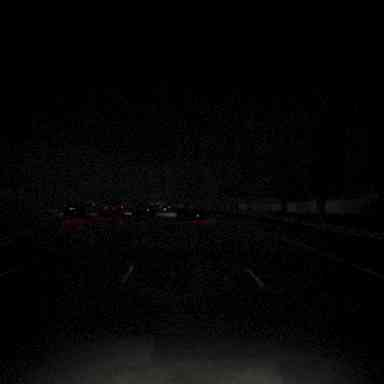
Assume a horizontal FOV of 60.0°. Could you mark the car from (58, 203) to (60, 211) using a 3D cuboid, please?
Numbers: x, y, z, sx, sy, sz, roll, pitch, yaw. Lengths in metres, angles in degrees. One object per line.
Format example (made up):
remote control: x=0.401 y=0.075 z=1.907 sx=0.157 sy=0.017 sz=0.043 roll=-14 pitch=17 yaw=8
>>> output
car: x=-16.029 y=1.803 z=42.969 sx=1.837 sy=1.490 sz=4.892 roll=0 pitch=0 yaw=-29

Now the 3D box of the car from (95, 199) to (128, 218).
car: x=-8.245 y=1.585 z=33.878 sx=2.097 sy=1.767 sz=4.553 roll=0 pitch=0 yaw=-22

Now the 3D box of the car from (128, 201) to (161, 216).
car: x=-5.163 y=1.809 z=35.613 sx=1.994 sy=1.385 sz=4.181 roll=0 pitch=0 yaw=-22

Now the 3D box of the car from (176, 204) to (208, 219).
car: x=-0.149 y=1.817 z=31.511 sx=1.895 sy=1.301 sz=4.718 roll=0 pitch=0 yaw=-18

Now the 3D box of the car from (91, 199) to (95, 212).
car: x=-12.799 y=1.656 z=44.354 sx=2.097 sy=1.767 sz=4.553 roll=0 pitch=-1 yaw=-29

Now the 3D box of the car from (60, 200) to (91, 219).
car: x=-11.371 y=1.714 z=32.202 sx=2.128 sy=1.511 sz=4.902 roll=0 pitch=0 yaw=-22

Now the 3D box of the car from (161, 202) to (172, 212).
car: x=-4.281 y=1.894 z=42.670 sx=1.895 sy=1.301 sz=4.718 roll=0 pitch=0 yaw=-26
